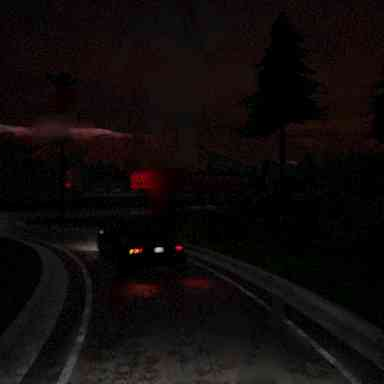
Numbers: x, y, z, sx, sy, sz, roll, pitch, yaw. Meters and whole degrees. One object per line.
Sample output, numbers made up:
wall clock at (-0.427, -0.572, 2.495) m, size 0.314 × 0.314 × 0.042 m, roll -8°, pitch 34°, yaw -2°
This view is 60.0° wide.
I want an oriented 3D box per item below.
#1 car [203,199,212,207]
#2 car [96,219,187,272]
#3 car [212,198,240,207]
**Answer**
car at (4.361, 1.991, 63.038) m, size 5.008 × 1.535 × 1.882 m, roll 0°, pitch -1°, yaw -36°
car at (-1.948, 1.641, 11.328) m, size 2.033 × 1.411 × 5.357 m, roll 0°, pitch 0°, yaw -25°
car at (6.516, 1.995, 60.307) m, size 4.892 × 1.490 × 1.837 m, roll 0°, pitch -1°, yaw -36°
